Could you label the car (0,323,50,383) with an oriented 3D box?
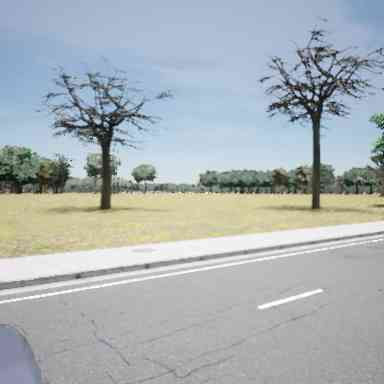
[{"bbox_3d":[-3.359,1.541,1.294,5.357,1.411,2.033,0,0,-35],"label":"car"}]
